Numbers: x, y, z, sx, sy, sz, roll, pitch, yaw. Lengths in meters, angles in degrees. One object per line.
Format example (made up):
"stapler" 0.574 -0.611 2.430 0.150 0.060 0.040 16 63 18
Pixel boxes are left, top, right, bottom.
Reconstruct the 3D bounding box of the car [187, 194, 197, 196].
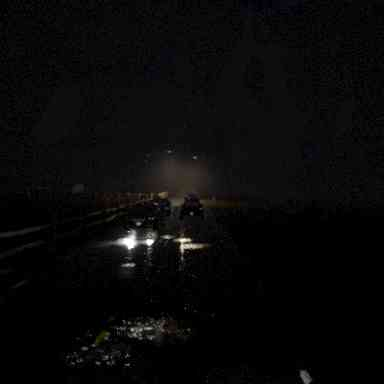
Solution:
"car" 0.026 1.080 42.353 1.837 1.490 4.892 0 1 0

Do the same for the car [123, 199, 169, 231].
"car" -2.791 1.395 19.916 2.128 1.511 4.902 0 0 0

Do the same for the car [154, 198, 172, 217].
"car" -2.779 1.261 29.334 1.882 1.535 5.008 0 1 0

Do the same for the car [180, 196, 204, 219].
"car" 0.000 1.348 26.768 1.812 1.442 4.674 0 1 1
